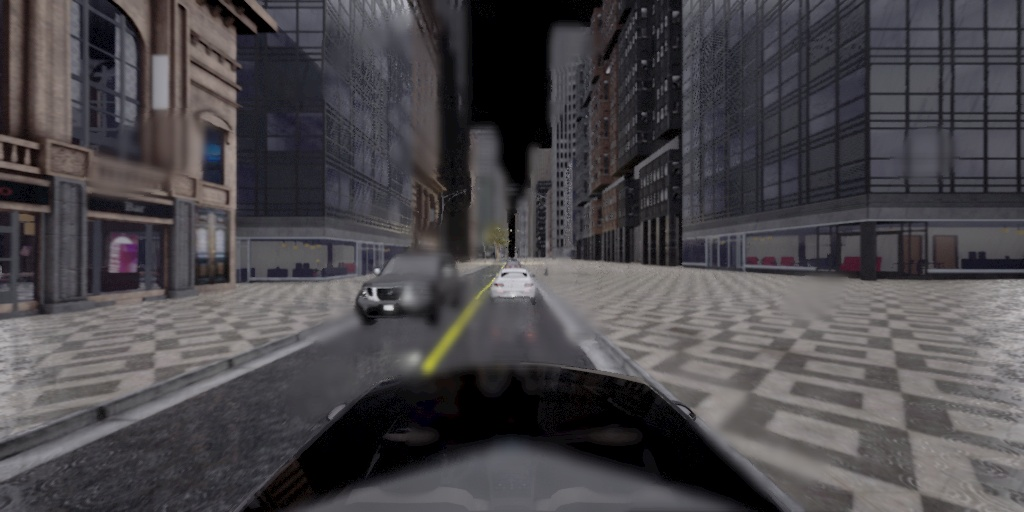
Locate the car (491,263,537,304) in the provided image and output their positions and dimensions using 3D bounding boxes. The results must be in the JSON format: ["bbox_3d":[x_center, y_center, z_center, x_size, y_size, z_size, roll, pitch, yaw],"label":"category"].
[{"bbox_3d":[0.089,1.233,15.860,1.812,1.442,4.674,0,0,0],"label":"car"}]

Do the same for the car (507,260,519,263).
[{"bbox_3d":[0.103,1.172,41.080,2.033,1.411,5.357,0,0,0],"label":"car"}]

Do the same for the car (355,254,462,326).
[{"bbox_3d":[-3.048,0.940,11.868,2.150,2.045,5.566,0,0,1],"label":"car"}]
